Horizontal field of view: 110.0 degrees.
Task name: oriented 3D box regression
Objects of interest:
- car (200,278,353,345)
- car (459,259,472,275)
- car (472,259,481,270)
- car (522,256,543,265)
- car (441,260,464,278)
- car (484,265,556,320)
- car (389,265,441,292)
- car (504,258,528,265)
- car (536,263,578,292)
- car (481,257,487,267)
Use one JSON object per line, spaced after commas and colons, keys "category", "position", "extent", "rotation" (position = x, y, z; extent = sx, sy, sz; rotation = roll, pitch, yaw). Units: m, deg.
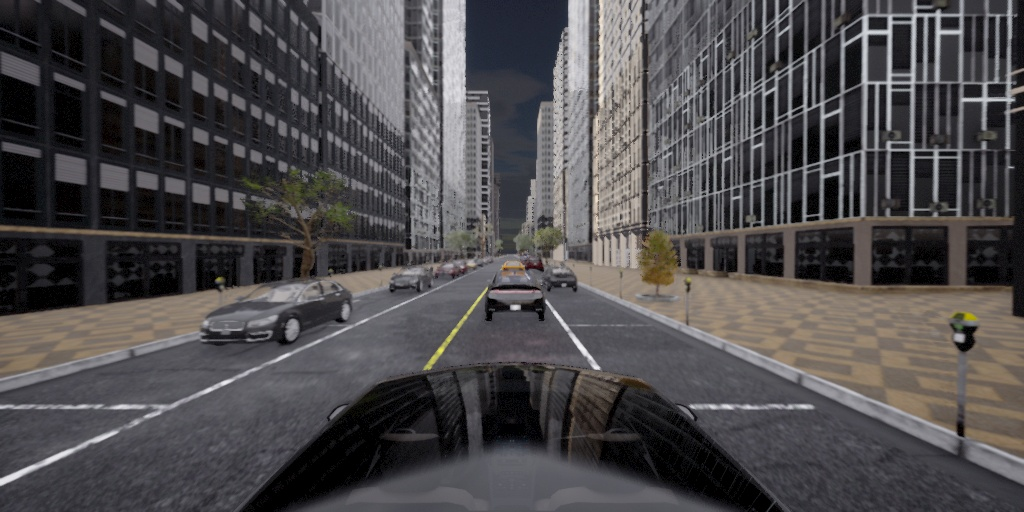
{"category": "car", "position": [-5.694, 1.285, 9.316], "extent": [2.007, 1.370, 4.403], "rotation": [0, 0, 0]}
{"category": "car", "position": [-5.698, 1.119, 37.733], "extent": [1.967, 1.591, 4.097], "rotation": [0, 0, 0]}
{"category": "car", "position": [-5.700, 1.182, 48.931], "extent": [1.751, 1.417, 4.829], "rotation": [0, 0, 0]}
{"category": "car", "position": [2.681, 0.983, 43.419], "extent": [2.192, 1.841, 5.009], "rotation": [0, 0, 0]}
{"category": "car", "position": [-5.698, 1.272, 32.050], "extent": [1.802, 1.307, 4.207], "rotation": [0, 0, 0]}
{"category": "car", "position": [0.097, 1.221, 12.475], "extent": [2.128, 1.511, 4.902], "rotation": [0, 0, 0]}
{"category": "car", "position": [-5.695, 1.263, 20.682], "extent": [2.007, 1.370, 4.403], "rotation": [0, 0, 0]}
{"category": "car", "position": [0.096, 1.172, 30.352], "extent": [1.882, 1.535, 5.008], "rotation": [0, 0, 0]}
{"category": "car", "position": [2.686, 1.264, 20.684], "extent": [2.007, 1.370, 4.403], "rotation": [0, 0, 0]}
{"category": "car", "position": [-5.703, 1.199, 60.468], "extent": [1.948, 1.339, 4.313], "rotation": [0, 0, 0]}
